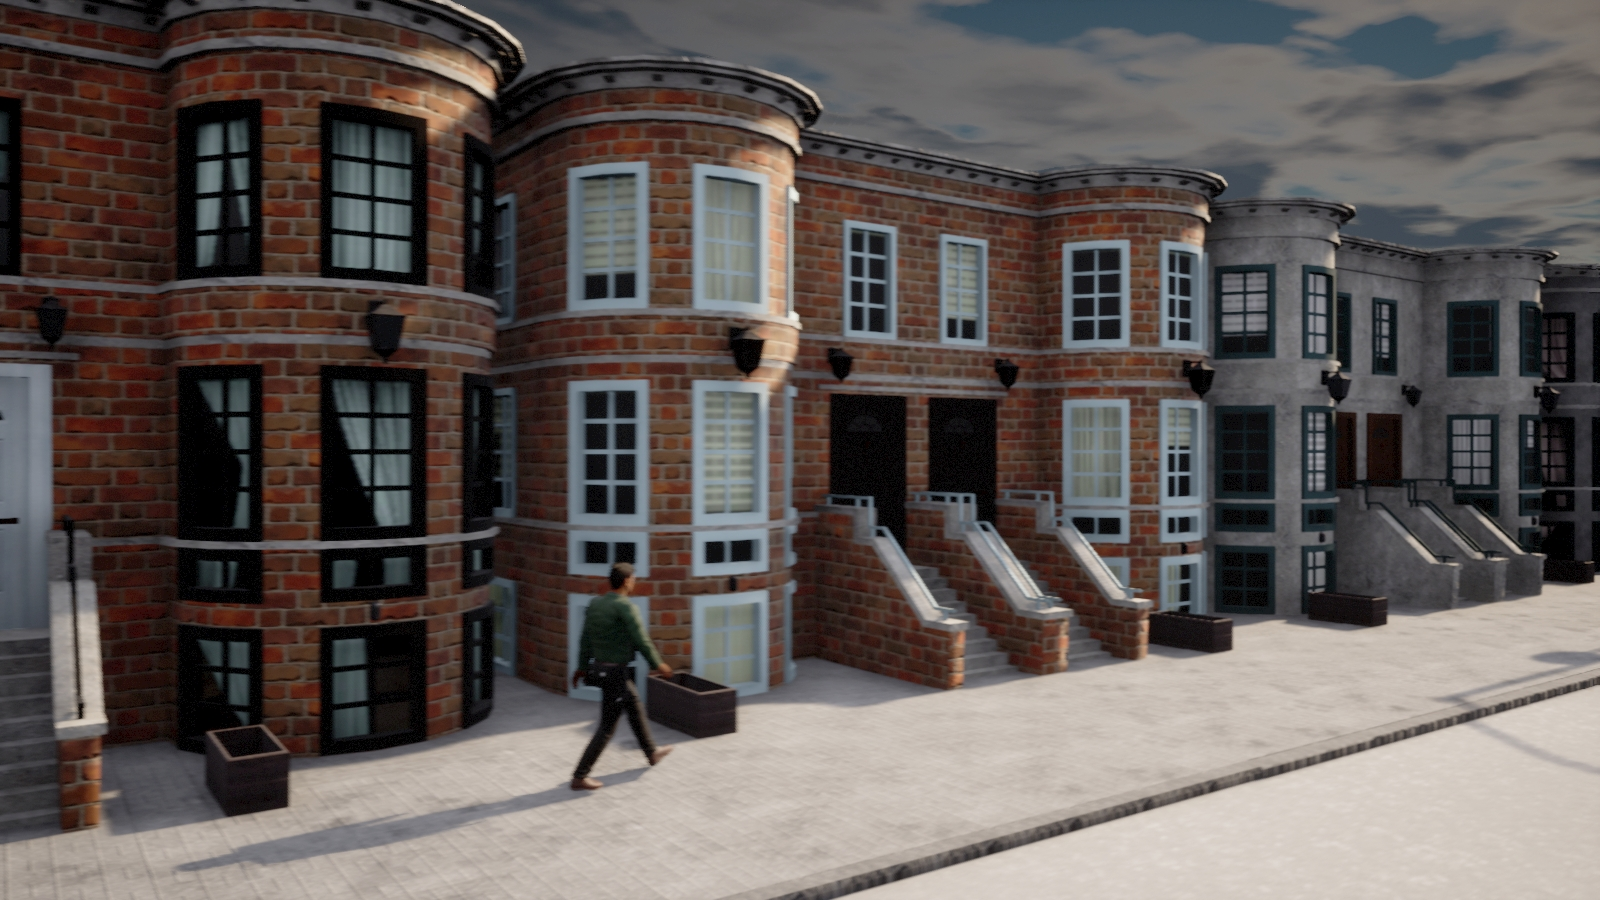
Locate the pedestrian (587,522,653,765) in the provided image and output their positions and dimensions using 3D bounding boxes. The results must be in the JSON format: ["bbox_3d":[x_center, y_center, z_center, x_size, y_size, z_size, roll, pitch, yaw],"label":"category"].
[{"bbox_3d":[-1.448,1.528,9.184,0.375,1.860,0.375,0,0,-42],"label":"pedestrian"}]
